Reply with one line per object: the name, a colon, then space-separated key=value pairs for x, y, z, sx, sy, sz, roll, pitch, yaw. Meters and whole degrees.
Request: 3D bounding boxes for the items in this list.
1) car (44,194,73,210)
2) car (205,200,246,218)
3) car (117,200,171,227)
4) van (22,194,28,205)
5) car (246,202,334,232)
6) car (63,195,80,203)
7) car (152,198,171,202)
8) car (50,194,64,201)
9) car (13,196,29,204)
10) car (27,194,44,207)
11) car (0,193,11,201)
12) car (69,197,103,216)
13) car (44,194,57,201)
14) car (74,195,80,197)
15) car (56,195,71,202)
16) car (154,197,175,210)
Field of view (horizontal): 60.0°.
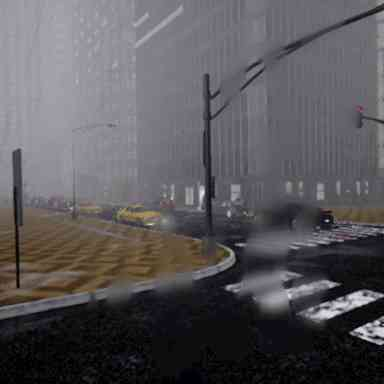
car: x=-16.624 y=1.374 z=41.361 sx=1.967 sy=1.590 sz=4.097 roll=-1 pitch=1 yaw=-36
car: x=2.860 y=1.358 z=27.997 sx=2.008 sy=1.369 sz=4.403 roll=-1 pitch=1 yaw=-36
car: x=-3.646 y=1.497 z=23.106 sx=1.752 sy=1.417 sz=4.829 roll=-1 pitch=1 yaw=-36
van: x=-26.363 y=1.248 z=54.892 sx=1.690 sy=1.788 sz=3.998 roll=-1 pitch=1 yaw=-36
car: x=5.730 y=1.352 z=19.451 sx=1.882 sy=1.535 sz=5.008 roll=-1 pitch=1 yaw=-32
car: x=-23.210 y=1.289 z=64.007 sx=2.008 sy=1.369 sz=4.403 roll=-1 pitch=1 yaw=-36
car: x=-3.909 y=1.477 z=27.913 sx=1.994 sy=1.385 sz=4.181 roll=-1 pitch=1 yaw=-36
car: x=-29.702 y=1.160 z=73.027 sx=1.967 sy=1.590 sz=4.097 roll=-1 pitch=1 yaw=-36
car: x=-32.851 y=1.439 z=63.916 sx=2.008 sy=1.369 sz=4.403 roll=-1 pitch=1 yaw=-36
car: x=-23.116 y=1.356 z=50.383 sx=1.967 sy=1.590 sz=4.097 roll=-1 pitch=1 yaw=-36
car: x=-45.833 y=1.395 z=81.958 sx=1.887 sy=1.381 sz=4.507 roll=-1 pitch=1 yaw=-36
car: x=-10.081 y=1.478 z=32.170 sx=1.752 sy=1.417 sz=4.829 roll=-1 pitch=1 yaw=-36
car: x=-33.046 y=1.235 z=77.676 sx=1.752 sy=1.417 sz=4.829 roll=-1 pitch=1 yaw=-36
car: x=-18.448 y=1.419 z=48.266 sx=2.033 sy=1.411 sz=5.357 roll=-1 pitch=1 yaw=-35
car: x=-26.455 y=1.311 z=68.518 sx=1.802 sy=1.307 sz=4.206 roll=-1 pitch=1 yaw=-36
car: x=-3.691 y=1.231 z=36.977 sx=1.967 sy=1.590 sz=4.097 roll=-1 pitch=1 yaw=-36
